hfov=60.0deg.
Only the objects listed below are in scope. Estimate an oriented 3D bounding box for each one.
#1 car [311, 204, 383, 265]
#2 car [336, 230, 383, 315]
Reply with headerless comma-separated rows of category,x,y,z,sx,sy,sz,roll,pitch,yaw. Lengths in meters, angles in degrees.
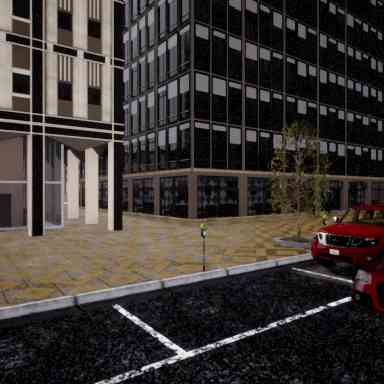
car,5.909,1.314,10.506,5.009,1.841,2.192,0,0,-36
car,4.978,1.563,6.510,4.181,1.385,1.994,0,0,-36
